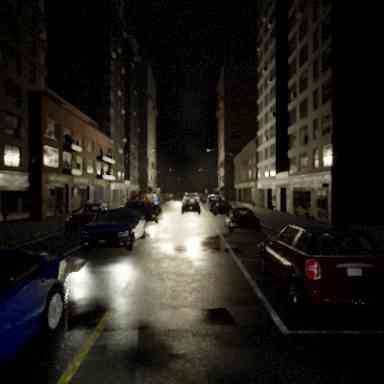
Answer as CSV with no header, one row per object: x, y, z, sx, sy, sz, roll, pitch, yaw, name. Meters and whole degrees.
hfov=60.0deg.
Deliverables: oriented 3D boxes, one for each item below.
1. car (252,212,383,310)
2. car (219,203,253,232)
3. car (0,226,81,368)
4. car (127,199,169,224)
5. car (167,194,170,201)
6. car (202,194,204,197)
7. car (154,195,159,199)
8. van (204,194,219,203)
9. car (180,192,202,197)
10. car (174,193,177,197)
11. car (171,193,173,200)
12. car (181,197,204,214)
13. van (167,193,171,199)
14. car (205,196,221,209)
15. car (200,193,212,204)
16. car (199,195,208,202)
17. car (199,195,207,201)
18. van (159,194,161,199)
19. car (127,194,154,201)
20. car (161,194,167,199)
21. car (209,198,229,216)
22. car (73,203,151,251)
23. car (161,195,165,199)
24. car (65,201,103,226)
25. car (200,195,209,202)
2.836,1.416,7.755,1.967,1.590,4.097,0,0,0,car
2.804,1.524,19.065,1.802,1.307,4.206,0,0,0,car
-3.097,1.466,3.849,1.882,1.535,5.008,0,0,0,car
-3.141,1.475,24.453,2.033,1.411,5.357,0,0,0,car
-5.851,1.481,64.297,1.802,1.307,4.206,0,0,0,car
2.690,1.483,58.645,1.802,1.307,4.206,0,0,0,car
-5.788,1.223,41.671,2.192,1.841,5.009,0,0,0,car
2.737,1.248,41.680,1.690,1.788,3.998,0,0,0,van
-0.107,1.131,45.745,2.150,2.045,5.566,0,0,0,car
-5.916,1.198,86.923,2.192,1.841,5.009,0,0,0,car
-5.884,1.437,75.611,1.887,1.381,4.507,0,0,0,car
-0.091,1.475,33.497,1.994,1.385,4.181,0,0,0,car
-5.868,1.237,69.953,1.690,1.788,3.998,0,0,0,van
2.754,1.454,36.025,1.887,1.381,4.507,0,0,0,car
2.674,1.213,64.300,2.192,1.841,5.009,0,0,0,car
2.641,1.416,75.780,1.752,1.417,4.829,0,0,0,car
2.626,1.452,81.265,1.947,1.339,4.313,0,0,0,car
-5.804,1.248,47.328,1.690,1.788,3.998,0,0,0,van
-5.772,1.225,36.014,2.192,1.841,5.009,0,0,0,car
-5.835,1.427,58.470,1.752,1.417,4.829,0,0,0,car
2.771,1.496,30.371,1.802,1.307,4.206,0,0,0,car
-3.122,1.435,14.104,1.882,1.535,5.008,0,0,0,car
-5.820,1.487,52.983,1.802,1.307,4.206,0,0,0,car
-5.721,1.383,19.049,1.967,1.590,4.097,0,0,0,car
2.658,1.420,70.125,1.752,1.417,4.829,0,0,0,car
